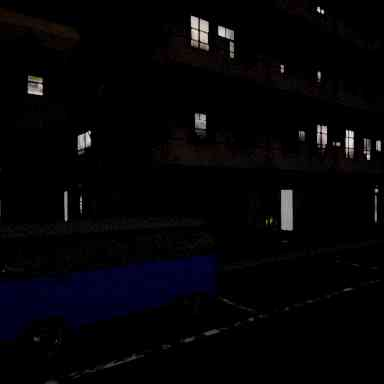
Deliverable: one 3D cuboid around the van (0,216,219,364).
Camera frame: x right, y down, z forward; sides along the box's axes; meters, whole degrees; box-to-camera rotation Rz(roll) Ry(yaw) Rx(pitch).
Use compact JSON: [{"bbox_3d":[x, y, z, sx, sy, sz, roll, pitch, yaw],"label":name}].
[{"bbox_3d":[-1.424,1.341,5.554,3.998,1.788,1.690,0,0,-36],"label":"van"}]
